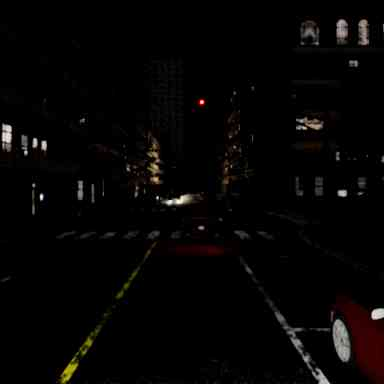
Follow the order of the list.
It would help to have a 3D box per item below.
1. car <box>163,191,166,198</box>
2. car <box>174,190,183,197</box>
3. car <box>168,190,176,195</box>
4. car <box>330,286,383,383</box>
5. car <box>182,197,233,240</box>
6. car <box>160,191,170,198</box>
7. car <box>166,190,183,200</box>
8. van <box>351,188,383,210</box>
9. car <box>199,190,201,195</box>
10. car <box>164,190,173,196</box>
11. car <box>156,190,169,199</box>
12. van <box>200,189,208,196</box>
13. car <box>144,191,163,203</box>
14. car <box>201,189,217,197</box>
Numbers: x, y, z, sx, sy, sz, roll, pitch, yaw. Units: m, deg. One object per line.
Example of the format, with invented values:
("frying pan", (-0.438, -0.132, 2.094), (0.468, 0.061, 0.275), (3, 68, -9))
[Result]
("car", (-5.576, 0.741, 51.728), (1.947, 1.339, 4.313), (0, 1, 0))
("car", (-2.830, 0.289, 72.107), (1.837, 1.490, 4.892), (0, 1, 0))
("car", (-5.482, 0.169, 90.419), (1.802, 1.307, 4.206), (-1, 1, 0))
("car", (2.687, 1.498, 2.710), (1.887, 1.381, 4.507), (0, 1, 0))
("car", (0.824, 1.222, 15.583), (1.882, 1.535, 5.008), (0, 1, 10))
("car", (-5.536, 0.502, 68.310), (1.802, 1.307, 4.206), (-1, 1, 0))
("car", (-2.942, 0.714, 55.717), (1.895, 1.301, 4.718), (0, 1, 0))
("van", (15.707, 0.576, 28.238), (3.998, 1.788, 1.690), (-1, 2, -1))
("car", (2.845, 0.472, 68.284), (2.008, 1.369, 4.403), (-1, 1, 0))
("car", (-5.510, 0.280, 79.194), (1.752, 1.417, 4.829), (-1, 1, 0))
("car", (-5.551, 0.445, 62.781), (1.967, 1.590, 4.097), (-1, 1, 0))
("van", (2.869, 0.094, 79.335), (1.690, 1.788, 3.998), (-1, 1, 0))
("car", (-5.589, 0.811, 46.201), (2.008, 1.369, 4.403), (0, 1, 0))
("car", (2.803, 0.616, 51.701), (1.967, 1.590, 4.097), (-1, 1, 0))
